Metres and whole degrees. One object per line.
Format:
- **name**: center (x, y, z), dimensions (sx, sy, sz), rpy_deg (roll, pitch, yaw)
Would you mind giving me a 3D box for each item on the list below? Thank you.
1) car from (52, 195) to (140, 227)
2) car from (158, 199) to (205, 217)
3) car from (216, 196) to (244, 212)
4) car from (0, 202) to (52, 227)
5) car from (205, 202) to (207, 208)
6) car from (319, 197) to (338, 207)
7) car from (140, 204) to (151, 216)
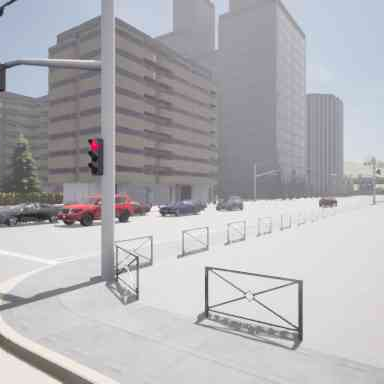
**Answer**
- **car**: center (-6.618, 1.221, 23.569), dimensions (2.150, 2.045, 5.566), rpy_deg (0, 0, 35)
- **car**: center (-1.075, 1.601, 31.614), dimensions (1.895, 1.301, 4.718), rpy_deg (0, 0, 35)
- **car**: center (4.609, 1.526, 39.836), dimensions (1.812, 1.442, 4.674), rpy_deg (0, 0, 35)
- **car**: center (-11.281, 1.491, 22.970), dimensions (2.128, 1.511, 4.902), rpy_deg (0, 0, 35)
- **car**: center (-0.234, 1.547, 38.994), dimensions (2.033, 1.411, 5.357), rpy_deg (0, 0, 35)
- **car**: center (20.802, 1.478, 50.701), dimensions (1.882, 1.535, 5.008), rpy_deg (0, 0, 35)
- **car**: center (-6.022, 1.601, 30.602), dimensions (1.895, 1.301, 4.718), rpy_deg (0, 0, 35)
